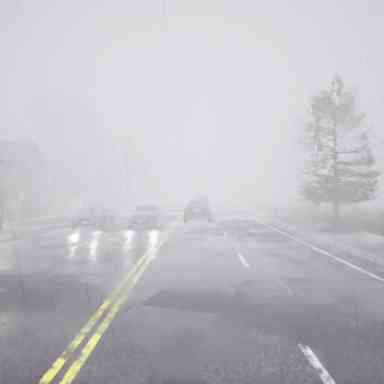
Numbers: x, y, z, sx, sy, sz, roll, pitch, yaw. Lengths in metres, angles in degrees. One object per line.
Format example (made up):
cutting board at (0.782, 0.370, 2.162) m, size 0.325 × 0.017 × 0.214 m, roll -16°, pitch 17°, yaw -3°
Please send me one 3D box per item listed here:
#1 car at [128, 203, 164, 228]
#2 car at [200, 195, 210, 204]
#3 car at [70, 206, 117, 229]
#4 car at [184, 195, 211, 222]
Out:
car at (-2.991, 1.545, 22.391) m, size 1.837 × 1.490 × 4.892 m, roll 0°, pitch -1°, yaw 2°
car at (2.779, 1.527, 70.716) m, size 2.097 × 1.767 × 4.553 m, roll 0°, pitch 0°, yaw 5°
car at (-6.270, 1.597, 21.538) m, size 1.994 × 1.385 × 4.181 m, roll 0°, pitch 0°, yaw 2°
car at (0.460, 1.402, 26.555) m, size 2.097 × 1.767 × 4.553 m, roll 0°, pitch 0°, yaw 2°
